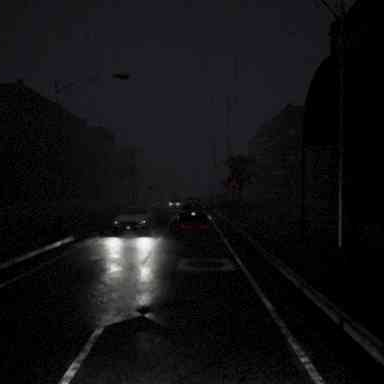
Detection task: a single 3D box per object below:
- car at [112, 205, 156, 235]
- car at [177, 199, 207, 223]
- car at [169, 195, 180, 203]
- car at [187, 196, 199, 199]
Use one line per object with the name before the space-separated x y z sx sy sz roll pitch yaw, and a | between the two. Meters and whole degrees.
car | -3.101 1.457 18.552 1.812 1.442 4.674 0 0 0
car | 0.098 1.463 24.585 1.994 1.385 4.181 0 0 0
car | -3.046 1.197 59.043 2.033 1.411 5.357 0 0 1
car | 0.093 1.288 42.148 1.837 1.490 4.892 0 0 0
